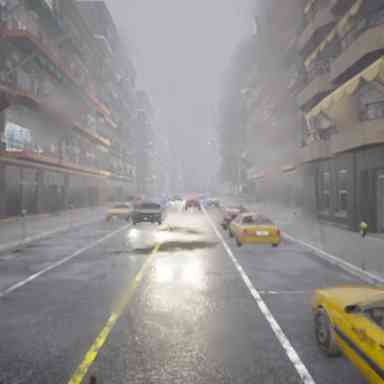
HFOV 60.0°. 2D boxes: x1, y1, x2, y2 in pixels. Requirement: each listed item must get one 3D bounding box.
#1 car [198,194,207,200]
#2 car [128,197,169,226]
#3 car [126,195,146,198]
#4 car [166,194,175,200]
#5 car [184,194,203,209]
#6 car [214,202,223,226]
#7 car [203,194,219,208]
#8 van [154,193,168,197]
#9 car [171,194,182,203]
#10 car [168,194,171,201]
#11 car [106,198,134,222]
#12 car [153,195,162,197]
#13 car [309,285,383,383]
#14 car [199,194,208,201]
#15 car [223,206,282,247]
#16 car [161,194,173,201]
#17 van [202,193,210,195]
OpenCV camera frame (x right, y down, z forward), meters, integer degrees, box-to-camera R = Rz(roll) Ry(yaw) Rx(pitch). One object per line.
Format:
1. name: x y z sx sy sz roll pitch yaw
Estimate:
1. car: 2.545 1.201 82.346 1.887 1.381 4.507 1 0 0
2. car: -2.858 1.375 22.980 1.882 1.535 5.008 0 0 0
3. car: -5.323 1.176 31.276 2.192 1.841 5.009 1 0 0
4. car: -5.302 1.201 82.315 1.887 1.381 4.507 1 0 0
5. car: 0.086 1.345 41.045 1.812 1.442 4.674 0 0 0
6. car: 2.566 1.492 19.968 1.802 1.307 4.206 1 0 0
7. car: 2.559 1.364 42.650 2.008 1.369 4.403 1 0 0
8. van: -5.290 1.107 53.960 1.690 1.788 3.998 1 0 0
9. car: -2.796 1.249 63.214 1.837 1.490 4.892 0 0 1
10. car: -5.294 1.288 59.631 1.887 1.381 4.507 1 0 0
11. car: -5.321 1.412 25.436 1.752 1.417 4.829 1 0 0
12. car: -5.300 1.395 42.619 1.802 1.307 4.206 1 0 0
13. car: 2.573 1.511 3.125 1.752 1.417 4.829 1 0 0
14. car: 2.547 1.244 76.675 1.947 1.339 4.313 1 0 0
15. car: 2.569 1.460 14.466 1.752 1.417 4.829 1 0 0
16. car: -5.298 1.250 70.973 2.008 1.369 4.403 1 0 0
17. van: 2.557 1.108 53.991 1.690 1.788 3.998 1 0 0
